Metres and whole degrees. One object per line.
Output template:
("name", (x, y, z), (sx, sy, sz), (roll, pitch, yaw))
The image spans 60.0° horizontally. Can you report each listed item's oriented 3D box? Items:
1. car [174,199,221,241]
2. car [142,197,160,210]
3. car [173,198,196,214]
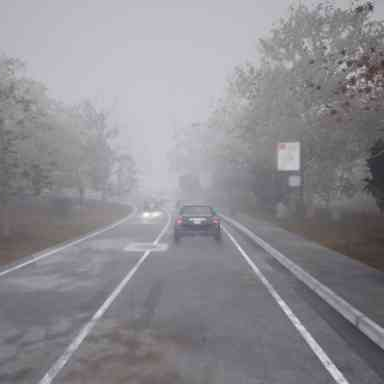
("car", (0.238, 1.321, 16.566), (2.097, 1.767, 4.553), (0, 0, 0))
("car", (-4.942, 1.361, 39.915), (2.128, 1.511, 4.902), (-1, 2, -9))
("car", (-0.902, 1.425, 36.532), (2.033, 1.411, 5.357), (-1, 1, -7))
